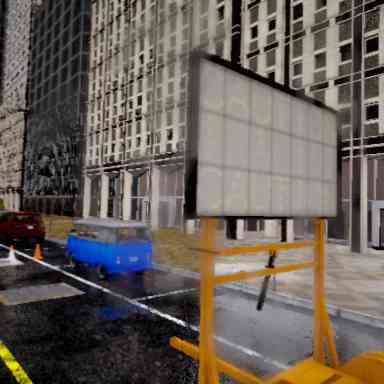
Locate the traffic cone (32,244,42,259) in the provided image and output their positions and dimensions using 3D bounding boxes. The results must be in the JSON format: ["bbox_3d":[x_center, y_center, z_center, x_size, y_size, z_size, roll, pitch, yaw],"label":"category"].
[{"bbox_3d":[-6.611,2.533,14.242,0.340,0.580,0.340,4,-4,-41],"label":"traffic cone"}]

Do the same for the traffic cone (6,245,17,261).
[{"bbox_3d":[-7.362,2.482,13.584,0.340,0.580,0.340,4,-4,-41],"label":"traffic cone"}]

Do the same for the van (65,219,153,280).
[{"bbox_3d":[-3.010,1.875,11.638,1.690,1.788,3.998,3,-3,-41],"label":"van"}]

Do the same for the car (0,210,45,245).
[{"bbox_3d":[-10.511,2.097,20.176,2.192,1.841,5.009,3,-3,-41],"label":"car"}]

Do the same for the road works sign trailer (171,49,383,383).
[{"bbox_3d":[0.713,0.674,3.460,2.380,3.560,2.880,4,-4,-41],"label":"road works sign trailer"}]
